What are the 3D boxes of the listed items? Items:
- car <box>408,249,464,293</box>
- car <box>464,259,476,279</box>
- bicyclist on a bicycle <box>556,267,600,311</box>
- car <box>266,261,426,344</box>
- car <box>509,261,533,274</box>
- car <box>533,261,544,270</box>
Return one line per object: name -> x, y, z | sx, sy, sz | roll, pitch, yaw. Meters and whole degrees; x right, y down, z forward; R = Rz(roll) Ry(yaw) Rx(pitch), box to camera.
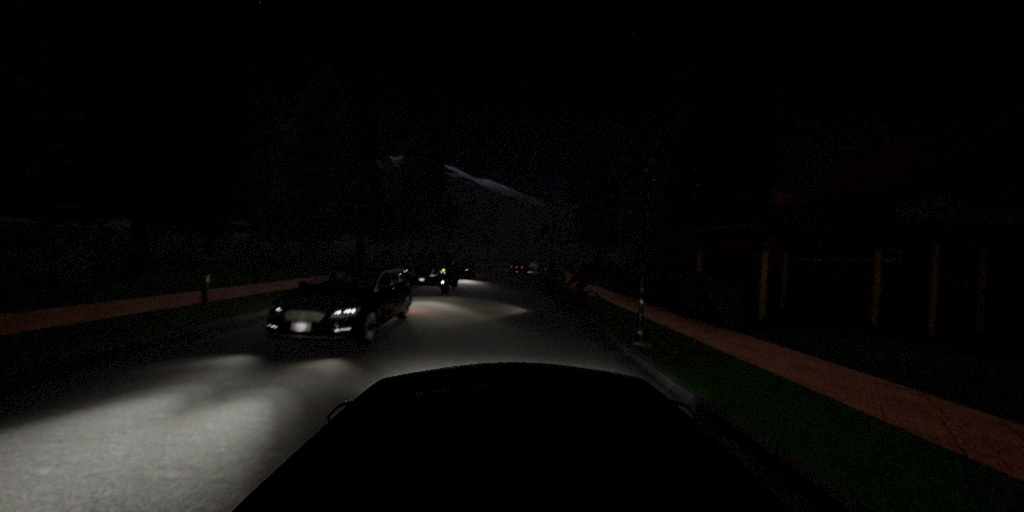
car -> -4.105, 0.699, 18.914 | 2.150, 2.045, 5.566 | 3, 0, -1
car -> -4.084, 0.974, 29.097 | 1.837, 1.490, 4.892 | 3, 0, 2
bicyclist on a bicycle -> 2.425, 1.215, 13.394 | 1.656, 1.620, 0.582 | -5, 0, -2
car -> -3.825, 0.997, 8.848 | 2.128, 1.511, 4.902 | 3, 0, -2
car -> 0.873, 1.297, 42.466 | 2.033, 1.411, 5.357 | 3, 0, 8
car -> 3.689, 1.428, 55.262 | 1.812, 1.442, 4.674 | 3, 0, 15
